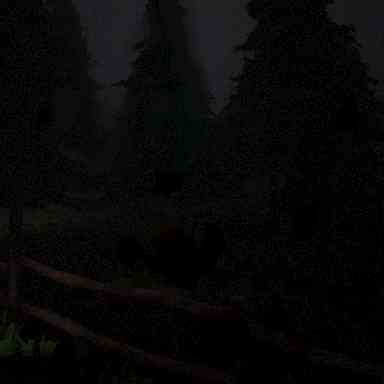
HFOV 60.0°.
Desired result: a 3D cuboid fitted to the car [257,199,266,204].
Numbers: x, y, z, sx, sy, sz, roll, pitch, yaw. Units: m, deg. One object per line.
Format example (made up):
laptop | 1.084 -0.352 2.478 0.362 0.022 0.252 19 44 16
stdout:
car | 10.425 1.252 39.204 5.566 2.045 2.150 0 0 -3
